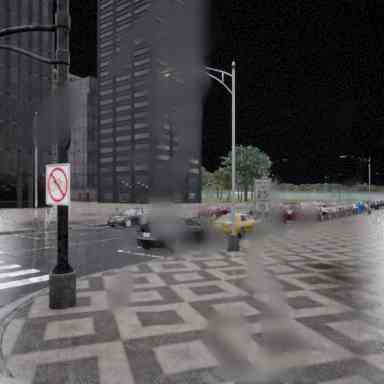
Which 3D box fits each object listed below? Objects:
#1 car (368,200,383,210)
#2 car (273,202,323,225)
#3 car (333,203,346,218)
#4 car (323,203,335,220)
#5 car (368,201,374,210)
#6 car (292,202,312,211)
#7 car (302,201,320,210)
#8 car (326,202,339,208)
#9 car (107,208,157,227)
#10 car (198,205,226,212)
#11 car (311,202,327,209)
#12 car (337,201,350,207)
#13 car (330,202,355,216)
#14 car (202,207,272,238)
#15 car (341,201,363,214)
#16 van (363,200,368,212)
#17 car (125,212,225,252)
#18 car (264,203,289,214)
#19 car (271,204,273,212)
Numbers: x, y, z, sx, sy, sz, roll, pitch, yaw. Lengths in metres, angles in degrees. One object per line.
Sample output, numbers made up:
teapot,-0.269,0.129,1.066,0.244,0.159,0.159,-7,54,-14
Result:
car,35.451,2.537,65.452,2.192,1.841,5.009,-1,-2,35
car,9.233,1.790,28.693,2.192,1.841,5.009,-1,-2,35
car,15.792,2.245,37.881,1.802,1.307,4.206,-1,-2,36
car,12.511,2.113,33.282,1.887,1.381,4.507,-1,-2,35
car,28.897,2.590,56.256,2.008,1.369,4.403,-1,-2,35
car,18.682,2.492,56.616,2.008,1.369,4.403,-1,-2,35
car,21.959,2.474,61.213,1.967,1.590,4.097,-1,-2,35
car,31.791,2.889,74.994,1.802,1.307,4.206,-1,-2,35
car,-4.255,1.840,24.453,2.008,1.369,4.403,-1,-1,35
car,2.298,2.014,33.643,1.887,1.381,4.507,-1,-2,35
car,25.236,2.671,65.805,1.887,1.381,4.507,-1,-2,35
car,38.345,3.035,84.183,2.008,1.369,4.403,-1,-1,35
car,19.065,2.303,42.472,1.887,1.381,4.507,-1,-2,35
car,2.779,1.823,19.636,1.752,1.417,4.829,-1,-2,35
car,22.342,2.293,47.069,1.967,1.590,4.097,-1,-2,35
van,25.619,2.288,51.666,1.690,1.788,3.998,-1,-2,35
car,-0.596,1.774,14.903,1.947,1.339,4.313,-1,-2,35
car,12.127,2.303,47.426,2.008,1.369,4.403,-1,-2,35
car,8.851,2.208,42.832,2.008,1.369,4.403,-1,-2,35
